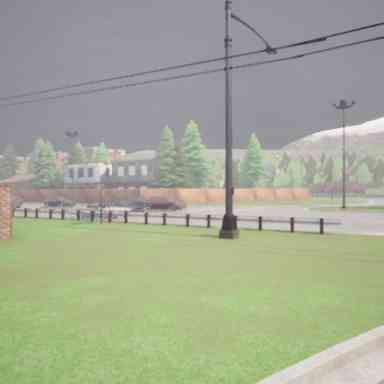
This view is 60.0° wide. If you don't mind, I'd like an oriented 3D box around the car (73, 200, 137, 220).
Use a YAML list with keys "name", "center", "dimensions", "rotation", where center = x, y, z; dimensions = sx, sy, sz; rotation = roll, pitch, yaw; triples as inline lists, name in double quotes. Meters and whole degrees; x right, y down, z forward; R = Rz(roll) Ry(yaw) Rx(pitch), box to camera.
- name: "car"
  center: [-7.160, 1.534, 27.327]
  dimensions: [4.718, 1.301, 1.895]
  rotation: [0, 0, 29]

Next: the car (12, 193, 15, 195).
- name: "car"
  center: [-31.473, 1.172, 56.940]
  dimensions: [5.566, 2.045, 2.150]
  rotation: [-1, 0, 30]

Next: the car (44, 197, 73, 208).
- name: "car"
  center: [-18.077, 1.427, 45.422]
  dimensions: [4.892, 1.490, 1.837]
  rotation: [0, 0, 29]

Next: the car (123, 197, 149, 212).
- name: "car"
  center: [-6.496, 1.480, 30.962]
  dimensions: [4.181, 1.385, 1.994]
  rotation: [0, 0, 29]

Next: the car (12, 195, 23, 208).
- name: "car"
  center: [-22.432, 1.471, 39.833]
  dimensions: [4.892, 1.490, 1.837]
  rotation: [0, 0, 29]

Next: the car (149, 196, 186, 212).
- name: "car"
  center: [-2.871, 1.226, 36.954]
  dimensions: [4.553, 1.767, 2.097]
  rotation: [0, 0, 29]

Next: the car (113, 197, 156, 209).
- name: "car"
  center: [-7.621, 1.418, 44.383]
  dimensions: [5.357, 1.411, 2.033]
  rotation: [0, 0, 21]
